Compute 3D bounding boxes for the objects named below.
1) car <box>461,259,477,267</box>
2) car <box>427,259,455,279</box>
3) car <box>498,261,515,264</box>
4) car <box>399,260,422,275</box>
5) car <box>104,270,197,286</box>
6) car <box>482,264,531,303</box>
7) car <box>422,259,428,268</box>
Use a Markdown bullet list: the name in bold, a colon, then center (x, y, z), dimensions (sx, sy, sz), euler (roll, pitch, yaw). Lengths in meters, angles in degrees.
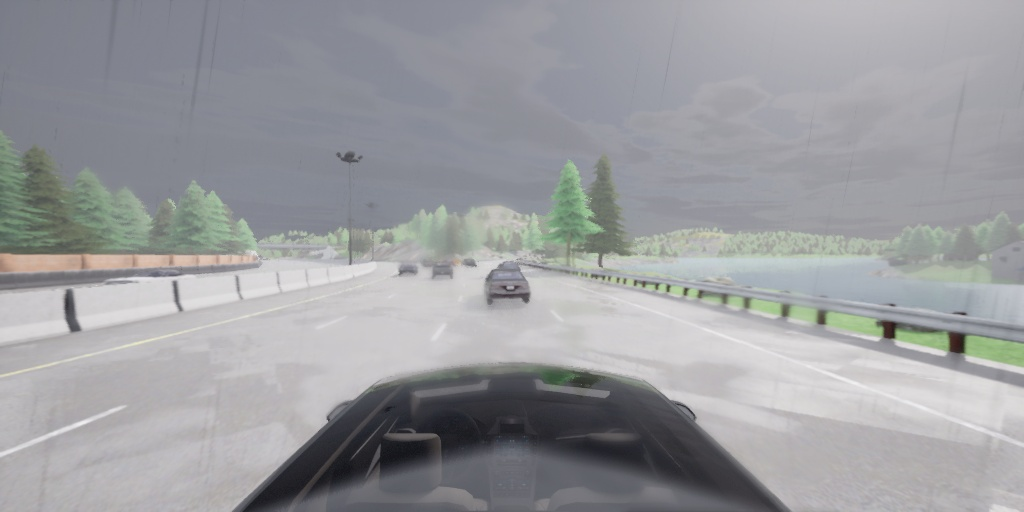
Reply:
- **car**: center (-7.694, 1.201, 63.990), dimensions (1.837, 1.490, 4.892), euler (0, 0, -21)
- **car**: center (-6.467, 1.239, 33.476), dimensions (2.128, 1.511, 4.902), euler (0, 0, -11)
- **car**: center (-0.498, 1.241, 39.537), dimensions (1.994, 1.385, 4.181), euler (-1, 0, -13)
- **car**: center (-11.162, 1.384, 38.994), dimensions (1.895, 1.301, 4.718), euler (-1, 0, -13)
- **car**: center (-22.415, 1.541, 22.471), dimensions (1.895, 1.301, 4.718), euler (-1, 0, -8)
- **car**: center (-0.327, 1.270, 16.437), dimensions (2.033, 1.411, 5.357), euler (-1, 0, -6)
- **car**: center (-14.908, 1.261, 63.103), dimensions (2.128, 1.511, 4.902), euler (0, 0, -22)
